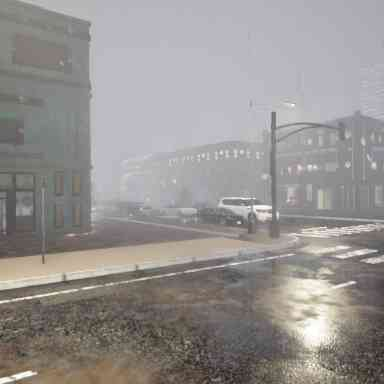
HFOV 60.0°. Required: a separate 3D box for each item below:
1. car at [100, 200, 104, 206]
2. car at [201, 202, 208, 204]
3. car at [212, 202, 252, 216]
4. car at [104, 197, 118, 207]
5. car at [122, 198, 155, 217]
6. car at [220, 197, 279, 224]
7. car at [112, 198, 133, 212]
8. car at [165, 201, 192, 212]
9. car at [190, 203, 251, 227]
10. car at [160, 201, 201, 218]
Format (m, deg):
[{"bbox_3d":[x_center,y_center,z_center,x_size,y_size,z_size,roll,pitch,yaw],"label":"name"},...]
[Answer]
[{"bbox_3d":[-17.622,2.227,68.872,1.887,1.381,4.507,-1,0,-35],"label":"car"},{"bbox_3d":[1.214,1.903,41.519,1.802,1.307,4.206,-1,0,-35],"label":"car"},{"bbox_3d":[4.352,1.809,36.960,2.008,1.369,4.403,-2,0,-35],"label":"car"},{"bbox_3d":[-14.488,1.939,64.313,2.192,1.841,5.009,-1,0,-35],"label":"car"},{"bbox_3d":[-5.691,1.846,36.764,1.967,1.590,4.097,-1,0,-35],"label":"car"},{"bbox_3d":[4.336,1.443,26.784,2.150,2.045,5.566,-1,0,-35],"label":"car"},{"bbox_3d":[-8.808,1.961,45.917,1.882,1.535,5.008,-1,0,-34],"label":"car"},{"bbox_3d":[-1.925,1.965,46.078,1.802,1.307,4.206,-1,0,-35],"label":"car"},{"bbox_3d":[2.082,1.814,25.267,1.947,1.339,4.313,-1,0,-35],"label":"car"},{"bbox_3d":[-1.432,1.938,35.169,1.895,1.301,4.718,-1,0,-35],"label":"car"}]
